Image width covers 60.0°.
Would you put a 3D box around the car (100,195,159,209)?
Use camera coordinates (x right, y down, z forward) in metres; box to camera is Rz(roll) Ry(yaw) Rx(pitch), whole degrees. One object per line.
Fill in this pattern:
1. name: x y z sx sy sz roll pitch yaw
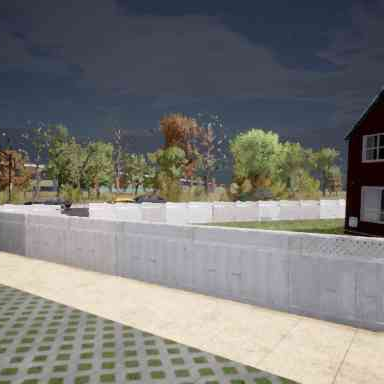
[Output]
1. car: -5.970 1.310 30.580 5.008 1.535 1.882 -1 2 -18

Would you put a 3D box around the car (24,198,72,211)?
1. car: -14.967 1.259 34.634 4.718 1.301 1.895 0 2 -18

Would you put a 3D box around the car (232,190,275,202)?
1. car: 7.831 0.722 42.232 5.566 2.045 2.150 0 2 -18

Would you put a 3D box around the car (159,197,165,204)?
1. car: -5.480 1.091 37.803 4.892 1.490 1.837 -1 2 -19
